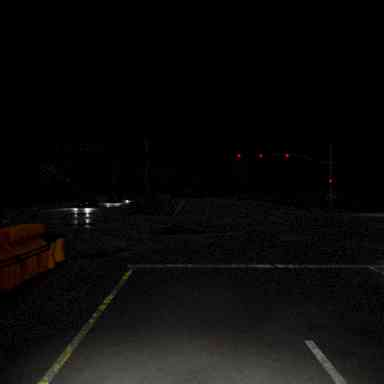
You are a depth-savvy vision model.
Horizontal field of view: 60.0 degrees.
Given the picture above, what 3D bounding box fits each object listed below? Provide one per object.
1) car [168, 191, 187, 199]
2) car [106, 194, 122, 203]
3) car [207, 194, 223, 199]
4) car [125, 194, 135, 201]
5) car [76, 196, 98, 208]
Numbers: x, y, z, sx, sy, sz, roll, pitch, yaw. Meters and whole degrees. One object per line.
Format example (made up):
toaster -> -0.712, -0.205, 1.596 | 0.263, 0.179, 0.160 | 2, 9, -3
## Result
car -> -4.171, 0.822, 95.213 | 2.150, 2.045, 5.566 | 0, 0, -22
car -> -13.998, 1.110, 59.986 | 2.097, 1.767, 4.553 | 0, 0, 0
car -> 6.999, 1.145, 94.647 | 2.033, 1.411, 5.357 | 0, 0, -18
car -> -14.341, 1.209, 76.945 | 2.128, 1.511, 4.902 | 0, 0, -6
car -> -14.047, 1.331, 44.641 | 1.837, 1.490, 4.892 | 0, 0, 0
